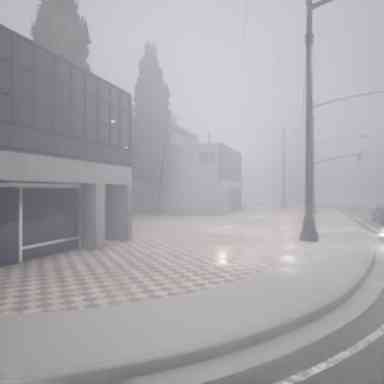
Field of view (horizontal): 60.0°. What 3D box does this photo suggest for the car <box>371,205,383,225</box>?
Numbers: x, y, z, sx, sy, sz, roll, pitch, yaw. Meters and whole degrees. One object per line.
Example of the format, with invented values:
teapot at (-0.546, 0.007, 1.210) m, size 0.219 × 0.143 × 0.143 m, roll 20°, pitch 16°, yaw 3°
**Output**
car at (13.733, 1.547, 22.971) m, size 1.895 × 1.301 × 4.718 m, roll 0°, pitch 0°, yaw 20°
